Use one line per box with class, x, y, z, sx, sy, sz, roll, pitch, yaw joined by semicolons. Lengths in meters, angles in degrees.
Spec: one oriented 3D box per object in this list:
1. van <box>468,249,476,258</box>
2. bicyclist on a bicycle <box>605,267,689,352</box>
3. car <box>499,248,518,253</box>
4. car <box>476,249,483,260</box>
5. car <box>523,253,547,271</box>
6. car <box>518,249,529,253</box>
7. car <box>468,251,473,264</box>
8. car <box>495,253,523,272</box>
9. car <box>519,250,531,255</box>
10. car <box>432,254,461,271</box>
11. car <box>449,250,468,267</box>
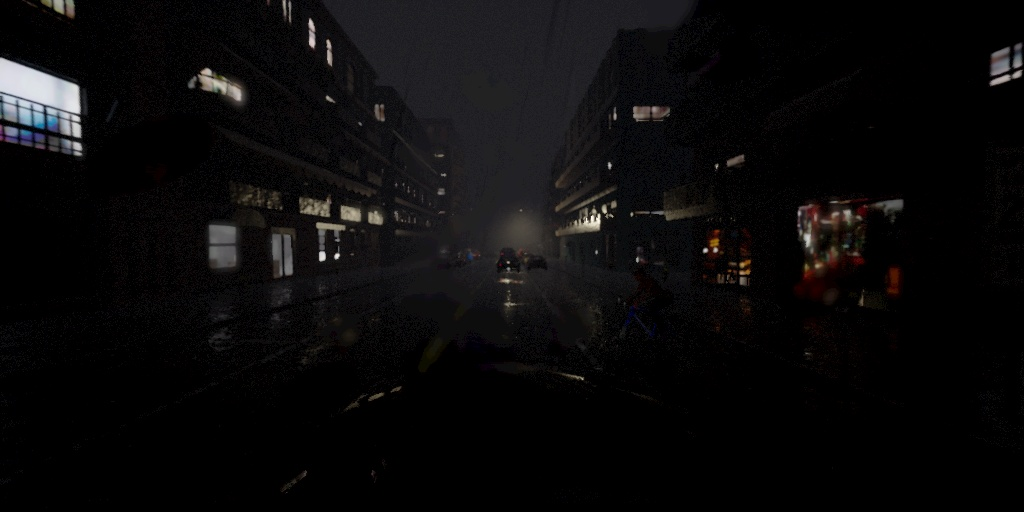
van;-6.343;0.028;49.534;1.690;1.789;3.998;0;0;-1
bicyclist on a bicycle;2.608;1.044;6.917;1.656;1.620;0.582;-1;1;-1
car;-0.628;-0.192;52.050;2.150;2.045;5.566;0;1;-1
car;-6.531;-0.255;60.733;2.192;1.841;5.009;0;0;-1
car;2.252;0.596;32.827;1.802;1.307;4.207;0;0;-1
car;1.922;-0.186;55.227;2.192;1.841;5.009;0;0;-1
car;-6.260;0.367;43.934;2.007;1.370;4.403;0;0;-1
car;-0.310;0.673;31.095;1.895;1.301;4.718;0;1;-1
car;2.084;0.282;44.197;1.751;1.417;4.829;0;0;-1
car;-6.095;0.656;32.734;1.802;1.307;4.207;0;0;-1
car;-6.178;0.385;38.334;1.967;1.591;4.097;0;0;-1
